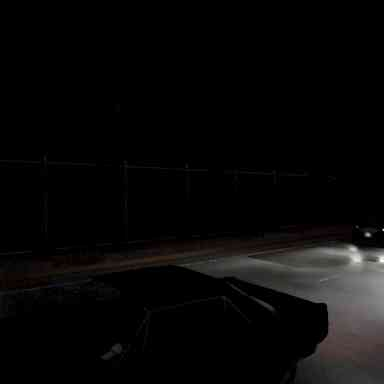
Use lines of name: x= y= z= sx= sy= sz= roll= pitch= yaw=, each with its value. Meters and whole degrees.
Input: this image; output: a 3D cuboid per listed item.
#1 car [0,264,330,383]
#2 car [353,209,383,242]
car: x=-0.667 y=1.601 z=3.520 sx=4.718 sy=1.301 sz=1.895 roll=0 pitch=0 yaw=-36
car: x=9.188 y=1.491 z=15.059 sx=4.902 sy=1.511 sz=2.128 roll=0 pitch=0 yaw=-36
